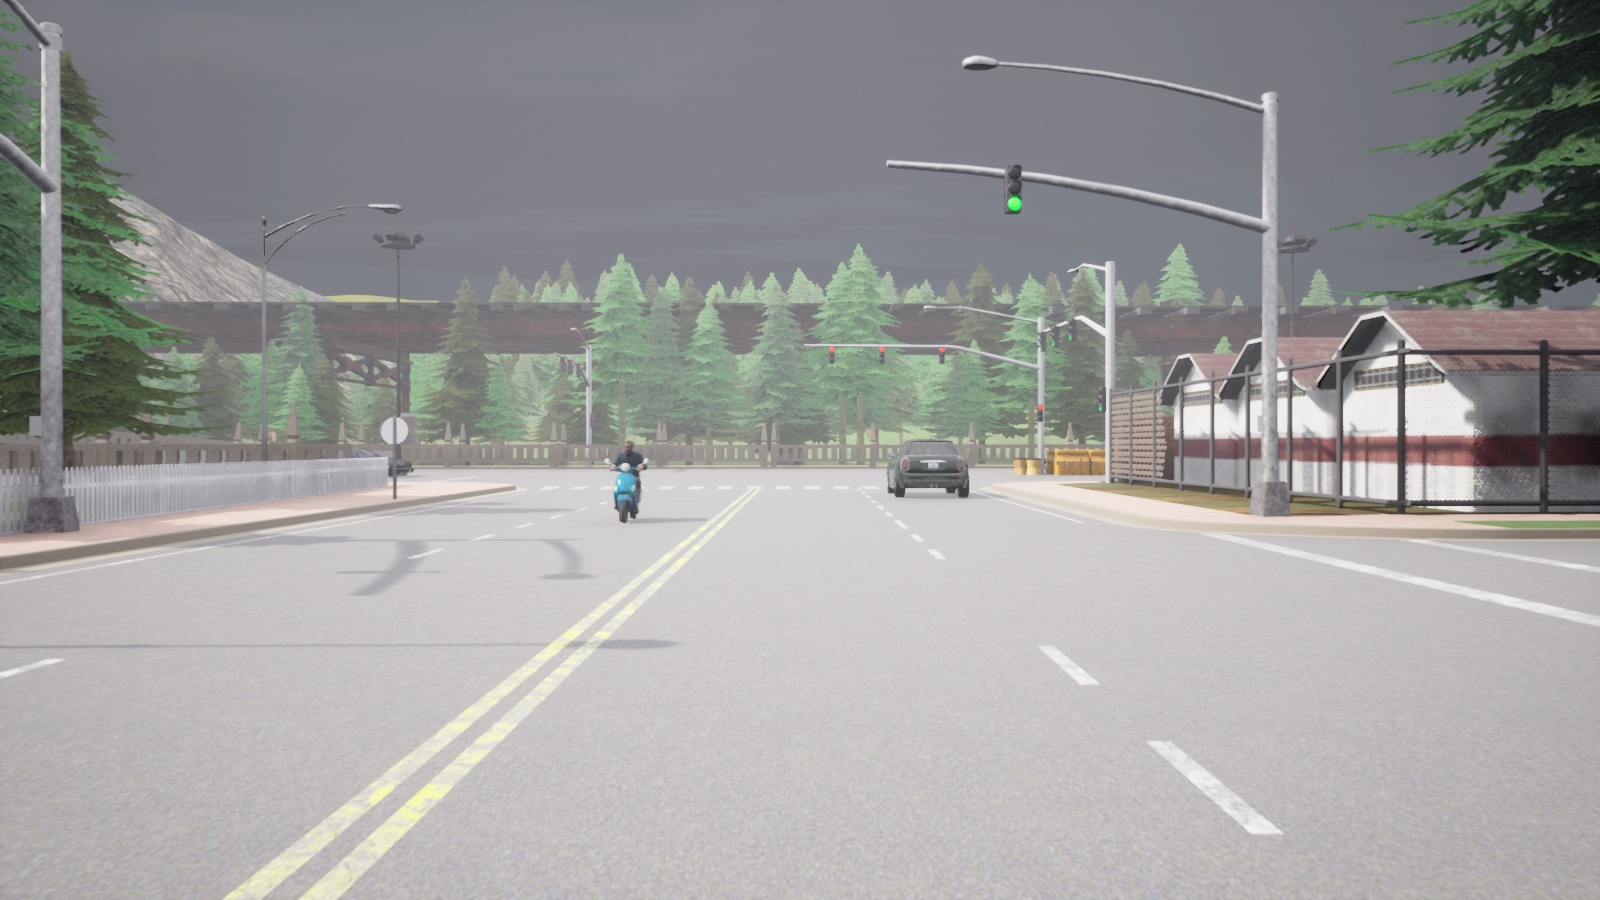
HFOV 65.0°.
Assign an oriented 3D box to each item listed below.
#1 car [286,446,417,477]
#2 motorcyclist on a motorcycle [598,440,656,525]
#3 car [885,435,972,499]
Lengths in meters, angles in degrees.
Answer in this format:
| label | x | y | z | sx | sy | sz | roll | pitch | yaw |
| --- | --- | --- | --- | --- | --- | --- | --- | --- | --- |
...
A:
| label | x | y | z | sx | sy | sz | roll | pitch | yaw |
| --- | --- | --- | --- | --- | --- | --- | --- | --- | --- |
| car | -20.789 | 0.541 | 58.390 | 5.357 | 1.411 | 2.033 | 0 | 0 | -1 |
| motorcyclist on a motorcycle | -3.351 | 0.601 | 24.421 | 0.866 | 1.590 | 1.817 | 0 | 0 | 0 |
| car | 3.719 | 0.462 | 37.059 | 2.097 | 1.767 | 4.553 | 0 | 0 | 0 |
